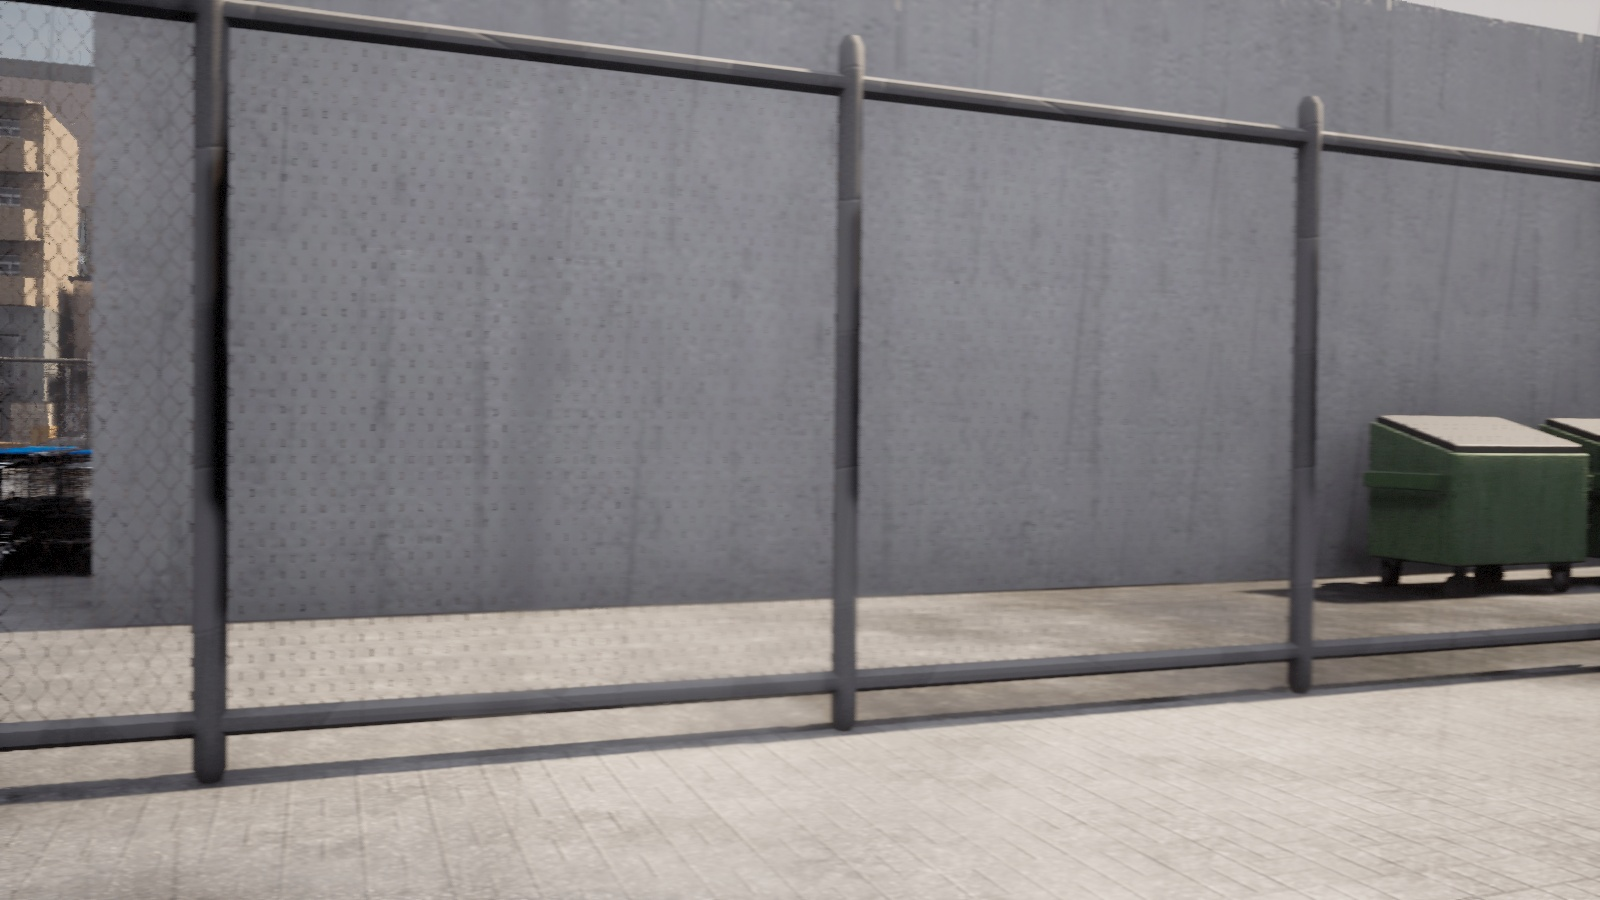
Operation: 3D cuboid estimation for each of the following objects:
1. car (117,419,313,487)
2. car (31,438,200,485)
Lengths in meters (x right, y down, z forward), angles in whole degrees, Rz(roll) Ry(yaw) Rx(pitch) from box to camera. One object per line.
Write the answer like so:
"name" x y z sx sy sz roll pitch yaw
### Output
"car" -18.867 0.056 40.834 5.566 2.045 2.150 -1 1 -19
"car" -23.501 0.352 43.321 4.892 1.490 1.837 -1 1 -21
